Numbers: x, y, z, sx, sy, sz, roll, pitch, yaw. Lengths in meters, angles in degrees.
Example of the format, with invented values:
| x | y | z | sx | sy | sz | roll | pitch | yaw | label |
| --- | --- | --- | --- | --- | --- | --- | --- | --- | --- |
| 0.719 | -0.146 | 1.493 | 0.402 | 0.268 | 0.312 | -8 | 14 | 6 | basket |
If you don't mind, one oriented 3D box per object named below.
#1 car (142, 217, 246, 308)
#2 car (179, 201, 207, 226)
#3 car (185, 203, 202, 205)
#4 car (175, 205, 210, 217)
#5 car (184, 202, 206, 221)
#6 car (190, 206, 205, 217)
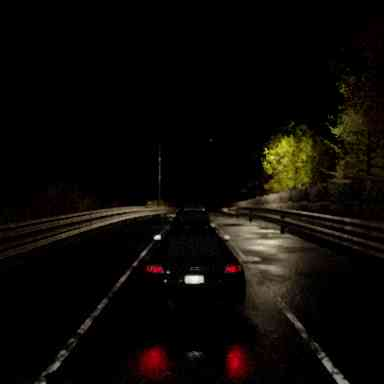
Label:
| x | y | z | sx | sy | sz | roll | pitch | yaw | label |
| --- | --- | --- | --- | --- | --- | --- | --- | --- | --- |
| 0.019 | 1.516 | 7.877 | 1.994 | 1.385 | 4.181 | 0 | 0 | -1 | car |
| 0.105 | 1.655 | 26.548 | 2.097 | 1.767 | 4.553 | 0 | -2 | 1 | car |
| 0.035 | 1.606 | 20.323 | 2.128 | 1.511 | 4.902 | 0 | -1 | 0 | car |
| 0.014 | 1.502 | 14.096 | 1.837 | 1.490 | 4.892 | 0 | -1 | 0 | car |
| 0.371 | 2.000 | 34.562 | 2.097 | 1.767 | 4.553 | 0 | -3 | 2 | car |
| 0.876 | 2.727 | 46.451 | 1.882 | 1.535 | 5.008 | 0 | -3 | 3 | car |
